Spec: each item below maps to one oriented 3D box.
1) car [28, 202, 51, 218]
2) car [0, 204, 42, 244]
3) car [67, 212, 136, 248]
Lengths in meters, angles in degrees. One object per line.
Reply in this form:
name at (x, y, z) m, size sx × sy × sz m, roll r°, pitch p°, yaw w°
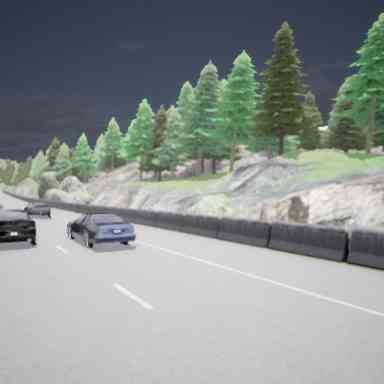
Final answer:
car at (-14.686, 1.668, 31.577) m, size 2.128 × 1.511 × 4.902 m, roll 0°, pitch -1°, yaw -33°
car at (-8.557, 1.563, 15.570) m, size 1.882 × 1.535 × 5.008 m, roll 0°, pitch -1°, yaw -33°
car at (-4.374, 1.643, 15.535) m, size 2.033 × 1.411 × 5.357 m, roll 0°, pitch 0°, yaw -33°
